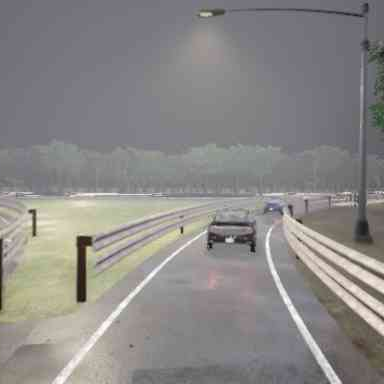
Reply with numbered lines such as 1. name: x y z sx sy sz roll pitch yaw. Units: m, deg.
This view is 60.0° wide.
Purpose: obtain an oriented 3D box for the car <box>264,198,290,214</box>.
1. car: 8.148 1.302 31.634 1.812 1.442 4.674 1 1 28

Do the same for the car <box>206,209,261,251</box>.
1. car: 1.791 1.451 13.965 2.128 1.511 4.902 1 0 11
